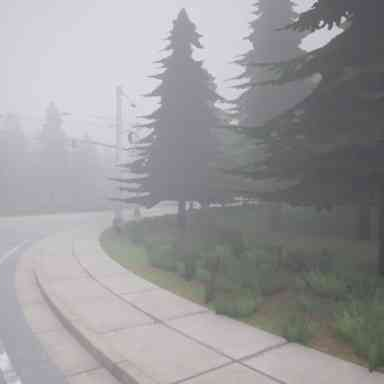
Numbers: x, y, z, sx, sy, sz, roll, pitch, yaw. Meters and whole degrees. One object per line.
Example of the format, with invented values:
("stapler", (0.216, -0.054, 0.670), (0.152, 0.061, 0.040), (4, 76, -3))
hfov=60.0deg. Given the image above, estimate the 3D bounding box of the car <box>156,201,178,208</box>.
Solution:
("car", (-3.157, 1.449, 46.925), (2.128, 1.511, 4.902), (0, 0, 29))
